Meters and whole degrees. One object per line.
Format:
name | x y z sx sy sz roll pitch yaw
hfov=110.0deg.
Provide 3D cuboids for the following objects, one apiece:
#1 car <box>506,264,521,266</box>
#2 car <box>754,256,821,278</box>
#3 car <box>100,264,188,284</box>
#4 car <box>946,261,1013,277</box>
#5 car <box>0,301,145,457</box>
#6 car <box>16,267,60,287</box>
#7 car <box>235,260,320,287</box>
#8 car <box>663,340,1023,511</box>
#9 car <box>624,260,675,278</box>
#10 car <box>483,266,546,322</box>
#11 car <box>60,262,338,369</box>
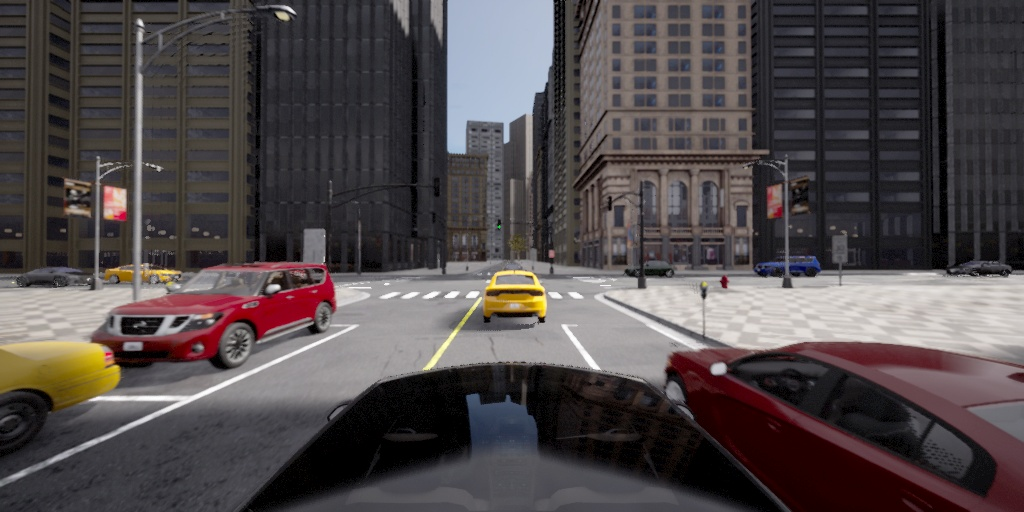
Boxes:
car | 0.131 1.407 33.427 2.033 1.411 5.357 0 0 0
car | 26.941 1.037 35.162 5.566 2.045 2.150 0 -1 0
car | -29.042 1.403 28.401 5.008 1.535 1.882 0 -1 0
car | 45.681 1.266 35.114 4.902 1.511 2.128 0 -1 1
car | -5.857 1.278 2.422 1.751 1.417 4.829 0 0 0
car | -31.653 1.464 25.149 4.181 1.385 1.994 0 -1 0
car | -16.330 1.193 25.140 4.553 1.767 2.097 0 -1 1
car | 2.669 1.298 2.594 1.888 1.381 4.507 0 0 0
car | 13.355 1.201 35.146 4.553 1.767 2.097 0 -1 0
car | 0.085 1.263 12.470 1.882 1.535 5.008 0 -1 0
car | -5.859 1.085 8.051 2.192 1.841 5.009 0 0 0
